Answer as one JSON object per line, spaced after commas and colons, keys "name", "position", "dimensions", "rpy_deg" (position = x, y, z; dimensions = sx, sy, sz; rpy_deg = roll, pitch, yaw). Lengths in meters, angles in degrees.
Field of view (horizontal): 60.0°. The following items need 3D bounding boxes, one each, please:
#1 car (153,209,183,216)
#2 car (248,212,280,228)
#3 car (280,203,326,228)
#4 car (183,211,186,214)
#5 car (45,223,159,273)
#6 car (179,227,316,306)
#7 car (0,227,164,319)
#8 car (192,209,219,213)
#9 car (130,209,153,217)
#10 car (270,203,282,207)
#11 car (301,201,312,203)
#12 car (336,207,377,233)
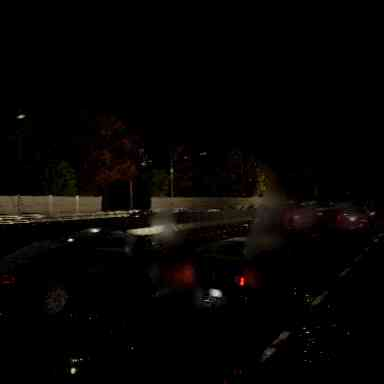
{"name": "car", "position": [-2.697, 3.099, 46.196], "dimensions": [2.128, 1.511, 4.902], "rpy_deg": [-3, -2, 34]}
{"name": "car", "position": [6.354, 2.330, 28.065], "dimensions": [1.994, 1.385, 4.181], "rpy_deg": [-3, -2, 34]}
{"name": "car", "position": [8.699, 1.965, 25.315], "dimensions": [2.097, 1.767, 4.553], "rpy_deg": [-3, -2, 34]}
{"name": "car", "position": [1.149, 3.050, 45.626], "dimensions": [1.994, 1.385, 4.181], "rpy_deg": [-3, -2, 34]}
{"name": "car", "position": [-3.491, 2.117, 13.574], "dimensions": [1.994, 1.385, 4.181], "rpy_deg": [-3, -2, 34]}
{"name": "car", "position": [1.748, 1.858, 8.837], "dimensions": [1.895, 1.301, 4.718], "rpy_deg": [-3, -2, 34]}
{"name": "car", "position": [-2.743, 1.843, 8.454], "dimensions": [1.882, 1.535, 5.008], "rpy_deg": [-3, -2, 34]}
{"name": "car", "position": [2.261, 2.906, 41.054], "dimensions": [1.895, 1.301, 4.718], "rpy_deg": [-3, -2, 34]}
{"name": "car", "position": [-6.649, 3.231, 46.606], "dimensions": [1.837, 1.490, 4.892], "rpy_deg": [-3, -2, 34]}
{"name": "car", "position": [20.347, 3.460, 79.983], "dimensions": [2.097, 1.767, 4.553], "rpy_deg": [-3, -2, 34]}
{"name": "car", "position": [26.098, 3.045, 76.011], "dimensions": [2.150, 2.045, 5.566], "rpy_deg": [-3, -2, 34]}
{"name": "car", "position": [11.607, 1.823, 23.374], "dimensions": [2.097, 1.767, 4.553], "rpy_deg": [-3, -2, 34]}
